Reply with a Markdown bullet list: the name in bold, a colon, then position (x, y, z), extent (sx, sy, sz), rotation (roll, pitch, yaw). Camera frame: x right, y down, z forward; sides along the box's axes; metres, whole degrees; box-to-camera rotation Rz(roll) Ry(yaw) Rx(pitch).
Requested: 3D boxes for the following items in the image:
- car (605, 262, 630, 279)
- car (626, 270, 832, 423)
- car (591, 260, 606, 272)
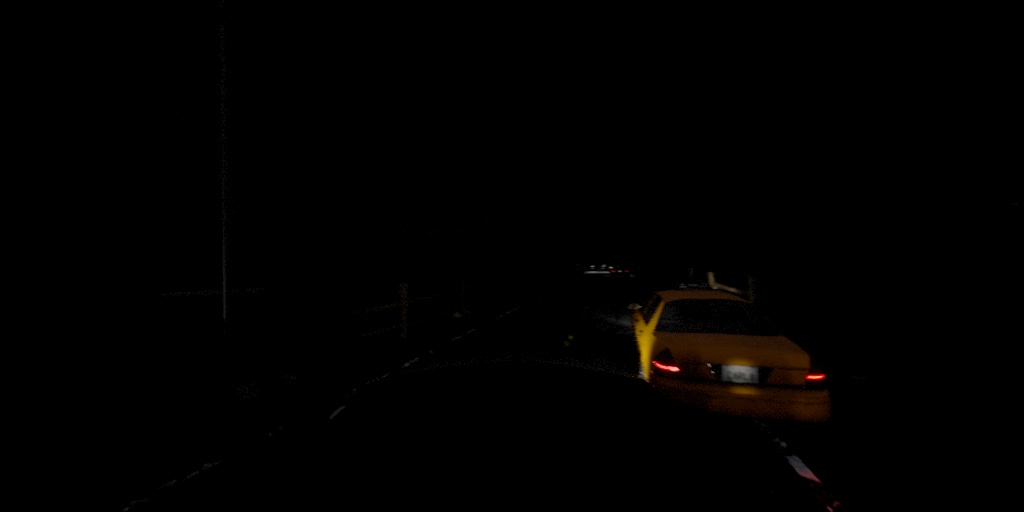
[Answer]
- **car**: position (10.520, 1.439, 35.073), extent (2.033, 1.411, 5.357), rotation (-1, -1, 16)
- **car**: position (3.042, 1.194, 6.125), extent (1.801, 1.575, 5.366), rotation (-1, -1, 16)
- **car**: position (13.080, 1.395, 54.084), extent (2.097, 1.767, 4.553), rotation (-1, -1, 16)
